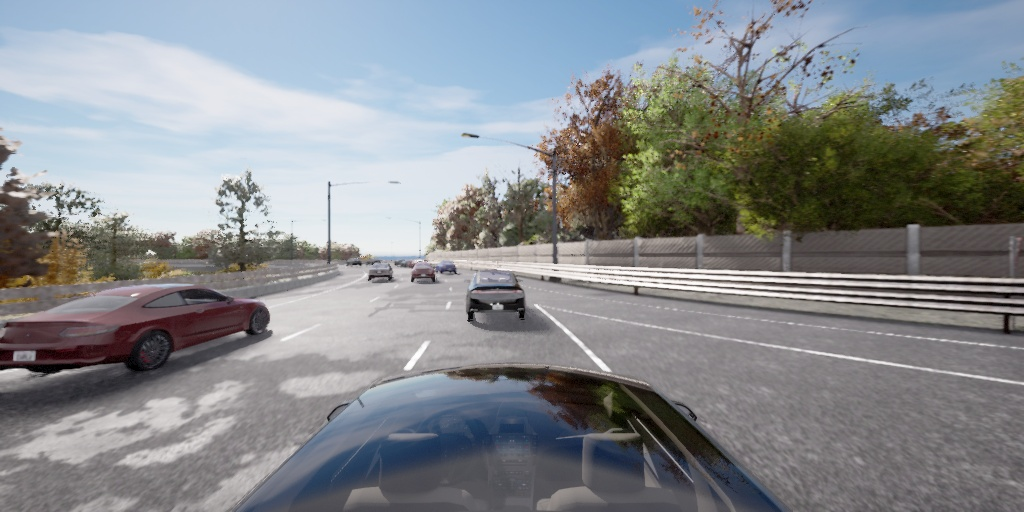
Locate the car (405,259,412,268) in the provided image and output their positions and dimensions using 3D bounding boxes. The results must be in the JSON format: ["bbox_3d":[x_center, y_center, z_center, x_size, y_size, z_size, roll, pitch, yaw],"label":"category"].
[{"bbox_3d":[-15.470,1.410,58.066,1.895,1.301,4.718,0,0,-28],"label":"car"}]

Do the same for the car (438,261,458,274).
[{"bbox_3d":[-7.575,1.306,41.233,1.812,1.442,4.674,0,0,-20],"label":"car"}]

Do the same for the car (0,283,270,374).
[{"bbox_3d":[-7.258,1.303,7.557,1.812,1.442,4.674,0,0,-3],"label":"car"}]

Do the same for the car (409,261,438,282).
[{"bbox_3d":[-7.368,1.304,29.678,1.812,1.442,4.674,0,0,-15],"label":"car"}]

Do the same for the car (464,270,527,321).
[{"bbox_3d":[-0.645,1.244,12.601,2.128,1.511,4.902,0,0,-6],"label":"car"}]

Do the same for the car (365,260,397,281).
[{"bbox_3d":[-11.358,1.340,31.146,2.033,1.411,5.357,0,0,-17],"label":"car"}]
